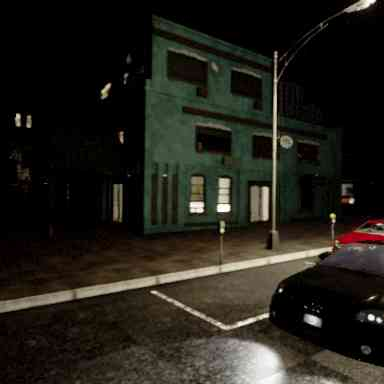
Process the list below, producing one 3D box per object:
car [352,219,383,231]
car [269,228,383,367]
[{"bbox_3d":[6.474,1.602,11.159,4.206,1.307,1.802,0,1,-35],"label":"car"},{"bbox_3d":[3.277,1.574,5.700,4.181,1.385,1.994,0,0,-35],"label":"car"}]
